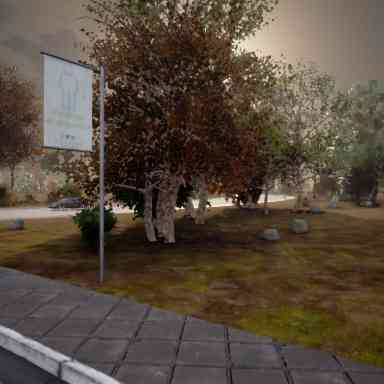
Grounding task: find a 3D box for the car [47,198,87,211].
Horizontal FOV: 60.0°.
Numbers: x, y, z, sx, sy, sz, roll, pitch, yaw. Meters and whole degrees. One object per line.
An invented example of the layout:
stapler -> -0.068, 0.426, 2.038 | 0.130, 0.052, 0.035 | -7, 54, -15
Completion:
car -> -15.475, 1.491, 41.422 | 1.837, 1.490, 4.892 | 0, 0, 38
